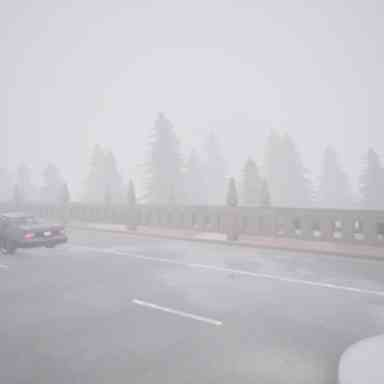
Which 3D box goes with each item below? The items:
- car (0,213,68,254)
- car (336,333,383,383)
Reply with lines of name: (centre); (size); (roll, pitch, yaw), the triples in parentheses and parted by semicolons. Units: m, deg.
car: (-7.254, 1.555, 13.474); (5.357, 1.411, 2.033); (0, 0, 36)
car: (3.237, 1.523, 1.684); (4.674, 1.442, 1.812); (0, 0, 36)
